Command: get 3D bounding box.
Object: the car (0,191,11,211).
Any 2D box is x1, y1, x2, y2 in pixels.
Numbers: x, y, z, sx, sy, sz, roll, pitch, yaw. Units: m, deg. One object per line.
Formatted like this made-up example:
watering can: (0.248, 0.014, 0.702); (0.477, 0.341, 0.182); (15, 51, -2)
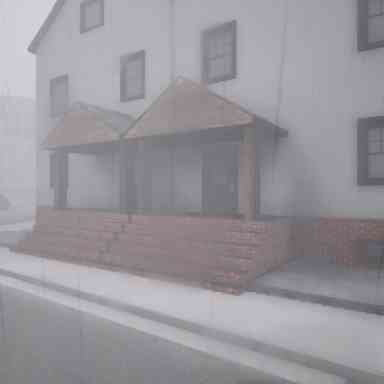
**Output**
car: (-16.772, 0.843, 25.798); (2.097, 1.767, 4.553); (0, 6, 35)
